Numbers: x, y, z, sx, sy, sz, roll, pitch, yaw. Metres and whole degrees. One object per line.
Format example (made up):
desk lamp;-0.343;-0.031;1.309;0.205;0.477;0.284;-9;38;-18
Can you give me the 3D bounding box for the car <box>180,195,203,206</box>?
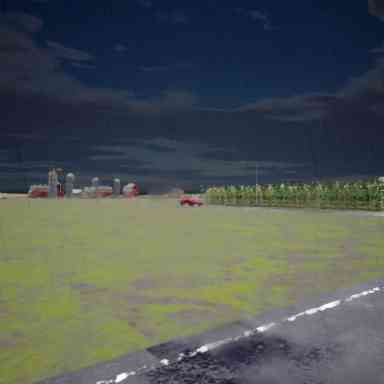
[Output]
car;-0.149;1.653;63.322;2.150;2.045;5.566;0;-1;-35
